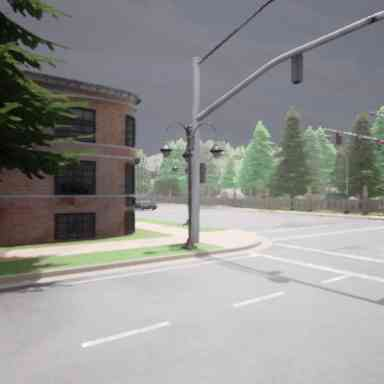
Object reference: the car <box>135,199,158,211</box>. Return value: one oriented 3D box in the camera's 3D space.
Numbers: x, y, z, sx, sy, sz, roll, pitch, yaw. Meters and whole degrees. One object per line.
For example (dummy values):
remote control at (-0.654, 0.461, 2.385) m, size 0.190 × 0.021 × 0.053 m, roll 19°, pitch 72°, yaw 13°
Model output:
car at (-6.315, 1.624, 42.334) m, size 2.033 × 1.411 × 5.357 m, roll 0°, pitch 0°, yaw -35°
